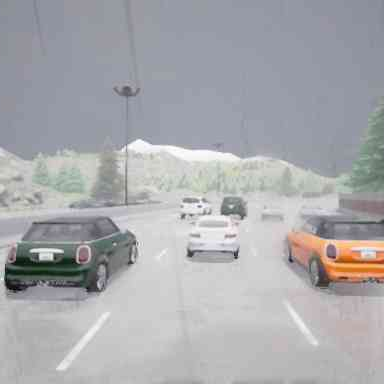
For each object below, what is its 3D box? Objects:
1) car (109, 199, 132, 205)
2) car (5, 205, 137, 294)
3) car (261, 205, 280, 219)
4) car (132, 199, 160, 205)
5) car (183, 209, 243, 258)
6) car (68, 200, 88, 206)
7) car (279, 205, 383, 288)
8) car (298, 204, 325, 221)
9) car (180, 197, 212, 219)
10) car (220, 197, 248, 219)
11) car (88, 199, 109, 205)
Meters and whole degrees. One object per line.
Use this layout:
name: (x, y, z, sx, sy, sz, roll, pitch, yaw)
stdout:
car: (-9.487, 1.791, 48.458, 1.882, 1.535, 5.008, 0, -1, 19)
car: (-2.951, 1.408, 9.180, 2.097, 1.767, 4.553, 0, 0, 4)
car: (7.495, 1.852, 31.089, 1.895, 1.301, 4.718, 0, 0, 14)
car: (-6.100, 1.812, 47.534, 2.128, 1.511, 4.902, 0, -1, 19)
car: (0.897, 1.624, 13.207, 1.812, 1.442, 4.674, 0, 0, 6)
car: (-16.494, 1.859, 49.518, 1.994, 1.385, 4.181, 0, 0, 18)
car: (4.092, 1.436, 9.560, 2.097, 1.767, 4.553, 0, 0, 4)
car: (11.109, 1.865, 31.134, 1.895, 1.301, 4.718, 0, 0, 14)
car: (0.448, 1.451, 31.693, 2.150, 2.045, 5.566, 0, 0, 13)
car: (4.060, 1.465, 31.764, 2.150, 2.045, 5.566, 0, 0, 14)
car: (-12.787, 1.802, 49.574, 2.128, 1.511, 4.902, 0, -1, 19)
